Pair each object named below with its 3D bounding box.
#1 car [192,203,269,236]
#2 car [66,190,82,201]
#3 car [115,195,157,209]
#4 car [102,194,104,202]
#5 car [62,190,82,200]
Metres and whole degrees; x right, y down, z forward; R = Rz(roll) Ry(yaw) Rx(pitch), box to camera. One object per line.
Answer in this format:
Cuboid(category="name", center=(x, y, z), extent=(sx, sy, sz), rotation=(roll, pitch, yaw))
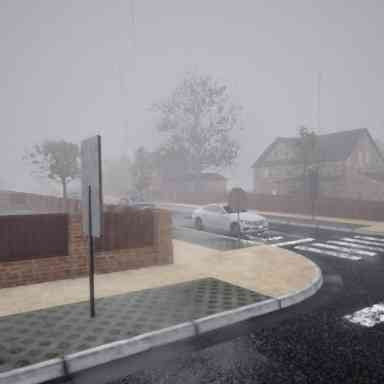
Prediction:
Cuboid(category="car", center=(1.813, 1.306, 17.298), extent=(1.812, 1.442, 4.674), rotation=(-2, 2, -36))
Cuboid(category="car", center=(-14.486, 0.699, 41.079), extent=(2.128, 1.511, 4.902), rotation=(-2, 2, -34))
Cuboid(category="car", center=(-4.535, 1.044, 26.495), extent=(2.128, 1.511, 4.902), rotation=(-2, 2, -34))
Cuboid(category="car", center=(-13.326, 0.578, 44.440), extent=(1.882, 1.535, 5.008), rotation=(-2, 2, -34))
Cuboid(category="car", center=(-19.074, 0.417, 52.748), extent=(1.837, 1.490, 4.892), rotation=(-2, 2, -34))
